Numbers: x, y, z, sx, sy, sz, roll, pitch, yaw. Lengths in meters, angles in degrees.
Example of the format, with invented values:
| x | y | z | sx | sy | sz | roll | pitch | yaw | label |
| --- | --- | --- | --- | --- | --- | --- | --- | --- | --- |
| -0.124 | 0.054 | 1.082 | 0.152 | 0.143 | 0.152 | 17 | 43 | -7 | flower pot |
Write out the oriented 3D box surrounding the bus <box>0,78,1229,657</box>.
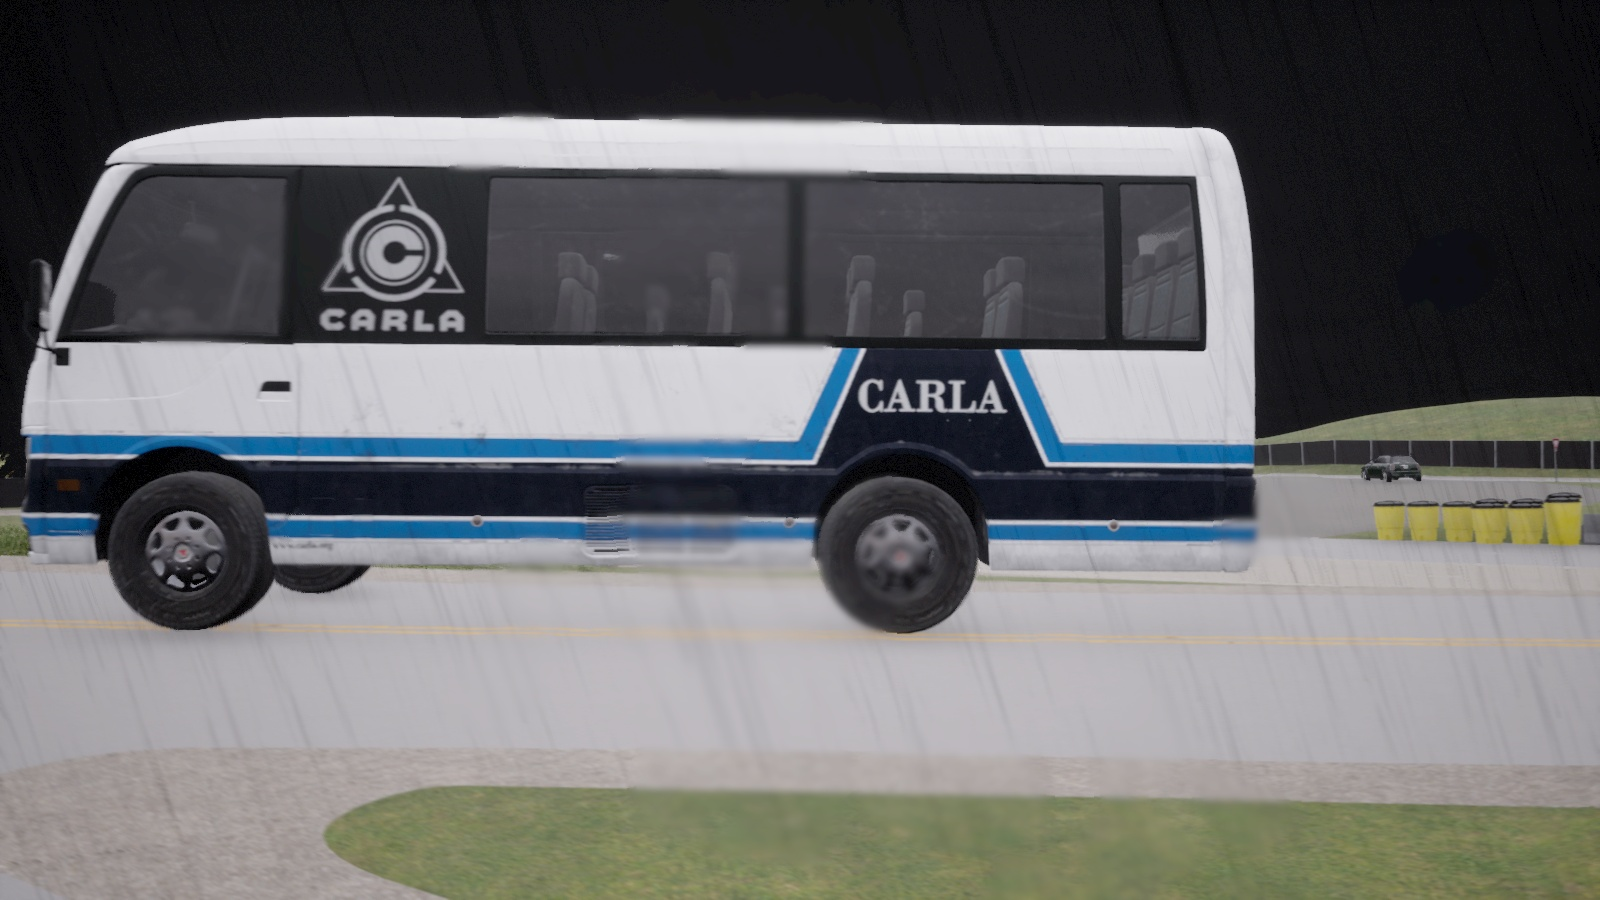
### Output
| x | y | z | sx | sy | sz | roll | pitch | yaw | label |
| --- | --- | --- | --- | --- | --- | --- | --- | --- | --- |
| -1.944 | -0.623 | 11.382 | 10.273 | 4.253 | 3.944 | -1 | 0 | -1 | bus |

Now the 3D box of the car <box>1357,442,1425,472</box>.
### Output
| x | y | z | sx | sy | sz | roll | pitch | yaw | label |
| --- | --- | --- | --- | --- | --- | --- | --- | --- | --- |
| 37.206 | 0.413 | 79.183 | 2.097 | 1.767 | 4.553 | -3 | 0 | 1 | car |
